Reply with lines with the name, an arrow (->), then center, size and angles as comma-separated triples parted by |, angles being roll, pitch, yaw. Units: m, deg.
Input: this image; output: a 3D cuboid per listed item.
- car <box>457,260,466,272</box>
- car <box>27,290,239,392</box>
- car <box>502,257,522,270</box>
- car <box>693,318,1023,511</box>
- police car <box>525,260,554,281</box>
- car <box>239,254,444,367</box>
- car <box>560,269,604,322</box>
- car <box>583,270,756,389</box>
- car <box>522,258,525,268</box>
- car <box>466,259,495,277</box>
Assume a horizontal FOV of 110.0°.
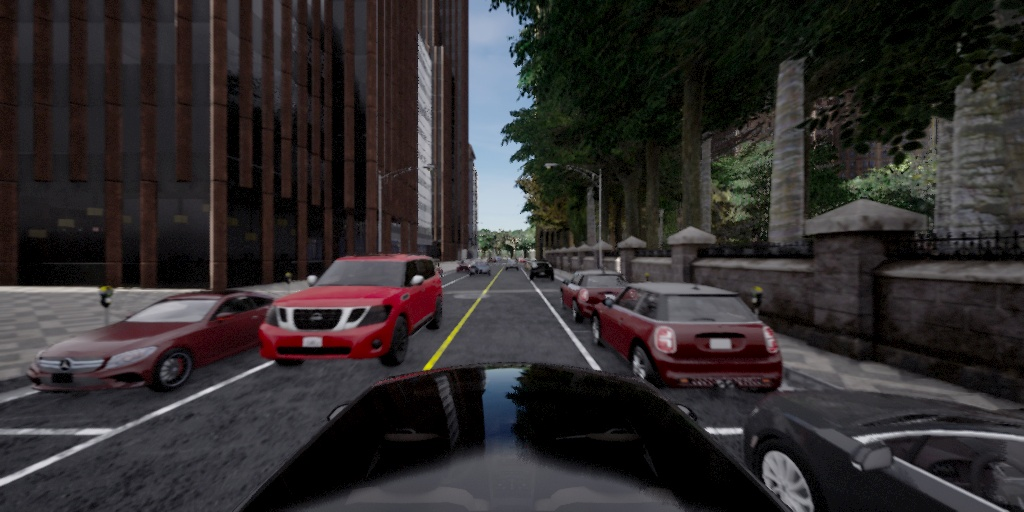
car -> -5.755, 1.166, 44.889 | 1.967, 1.591, 4.097 | 0, 0, 0
car -> -5.761, 1.328, 6.690 | 1.802, 1.307, 4.207 | 0, 0, 0
car -> 0.022, 1.272, 50.250 | 2.033, 1.411, 5.357 | 0, 0, 0
car -> 2.763, 1.301, 1.239 | 2.007, 1.370, 4.403 | 0, 0, 0
police car -> 2.372, 1.155, 30.178 | 1.930, 1.638, 5.238 | 0, 0, 0
car -> -3.053, 0.967, 8.279 | 2.150, 2.045, 5.566 | 0, 0, 0
car -> 2.765, 1.182, 12.152 | 1.967, 1.591, 4.097 | 0, 0, 0
car -> 2.764, 1.186, 6.695 | 1.967, 1.591, 4.097 | 0, 0, 0
car -> 2.771, 1.250, 50.517 | 1.751, 1.417, 4.829 | 0, 0, 0
car -> -3.084, 1.292, 35.456 | 1.994, 1.385, 4.181 | 0, 0, 0
